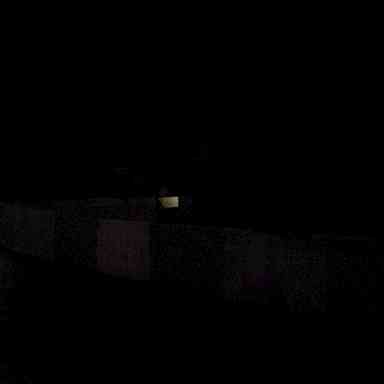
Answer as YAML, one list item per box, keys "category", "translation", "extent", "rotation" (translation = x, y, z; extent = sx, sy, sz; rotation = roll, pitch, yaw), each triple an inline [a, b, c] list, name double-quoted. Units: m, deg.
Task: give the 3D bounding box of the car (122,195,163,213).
- category: "car"
  translation: [-4.796, 1.143, 31.082]
  extent: [2.097, 1.767, 4.553]
  rotation: [-2, -1, 34]
